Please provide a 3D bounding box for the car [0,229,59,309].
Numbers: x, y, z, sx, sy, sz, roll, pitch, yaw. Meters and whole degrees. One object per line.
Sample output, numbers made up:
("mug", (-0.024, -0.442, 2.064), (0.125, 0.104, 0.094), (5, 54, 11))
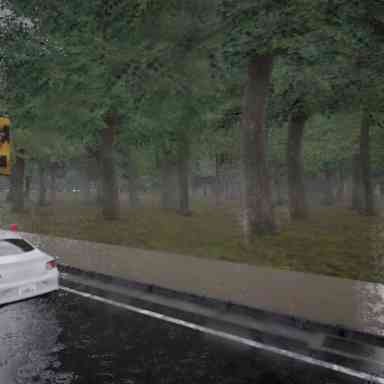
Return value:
("car", (-4.692, 1.496, 7.026), (4.674, 1.442, 1.812), (0, 0, 35))
